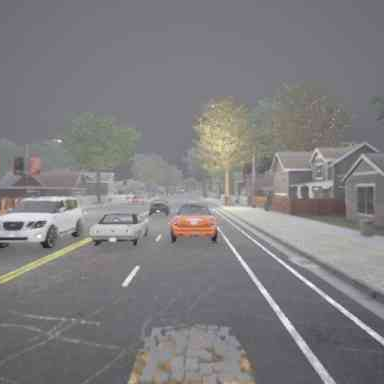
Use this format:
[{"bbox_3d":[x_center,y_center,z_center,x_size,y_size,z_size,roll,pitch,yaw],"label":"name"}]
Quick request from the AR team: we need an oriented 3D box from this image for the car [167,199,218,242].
[{"bbox_3d":[0.097,1.356,16.628,2.097,1.767,4.553,0,0,0],"label":"car"}]

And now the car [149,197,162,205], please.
[{"bbox_3d":[-6.511,1.587,59.760,1.812,1.442,4.674,0,0,0],"label":"car"}]

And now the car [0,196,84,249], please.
[{"bbox_3d":[-6.599,1.225,14.888,2.150,2.045,5.566,0,0,-1],"label":"car"}]

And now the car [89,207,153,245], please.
[{"bbox_3d":[-3.153,1.604,15.449,1.895,1.301,4.718,0,0,0],"label":"car"}]

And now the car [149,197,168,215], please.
[{"bbox_3d":[-3.156,1.517,33.430,1.837,1.490,4.892,0,0,0],"label":"car"}]

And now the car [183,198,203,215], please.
[{"bbox_3d":[0.093,1.491,34.943,1.882,1.535,5.008,0,0,0],"label":"car"}]

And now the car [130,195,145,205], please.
[{"bbox_3d":[-9.760,1.412,59.789,2.097,1.767,4.553,0,0,0],"label":"car"}]
